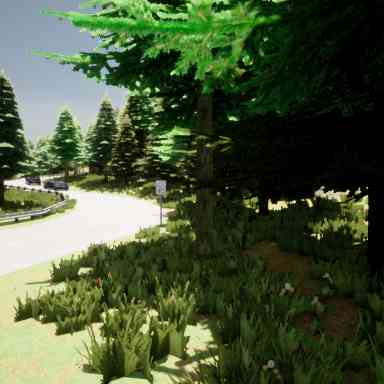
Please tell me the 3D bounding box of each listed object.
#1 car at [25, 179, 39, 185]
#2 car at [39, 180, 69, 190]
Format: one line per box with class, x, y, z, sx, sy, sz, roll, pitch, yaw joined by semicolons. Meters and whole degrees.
car;-25.510;-1.912;53.400;1.837;1.490;4.892;0;5;-34
car;-18.881;-0.986;46.136;4.181;1.385;1.994;6;4;39
